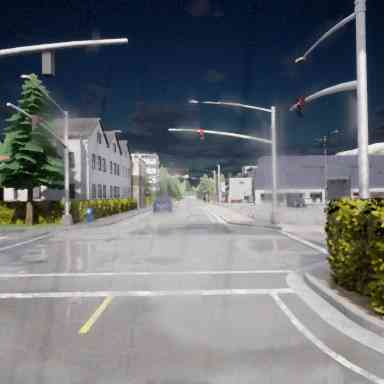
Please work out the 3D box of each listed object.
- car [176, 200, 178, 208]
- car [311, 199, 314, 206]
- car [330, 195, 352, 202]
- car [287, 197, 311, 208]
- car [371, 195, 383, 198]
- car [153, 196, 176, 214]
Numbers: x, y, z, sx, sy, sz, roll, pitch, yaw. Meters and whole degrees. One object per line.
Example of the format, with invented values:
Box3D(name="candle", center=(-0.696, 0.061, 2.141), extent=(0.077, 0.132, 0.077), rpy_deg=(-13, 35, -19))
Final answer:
Box3D(name="car", center=(-3.502, 2.059, 60.571), extent=(1.882, 1.535, 5.008), rpy_deg=(-1, -1, 0))
Box3D(name="car", center=(19.059, 1.573, 56.231), extent=(1.970, 1.475, 3.806), rpy_deg=(-1, -1, 0))
Box3D(name="car", center=(25.474, 1.398, 56.573), extent=(2.152, 1.636, 5.027), rpy_deg=(-1, -1, 0))
Box3D(name="car", center=(15.416, 1.629, 49.172), extent=(2.007, 1.523, 4.514), rpy_deg=(-1, -1, 0))
Box3D(name="car", center=(19.112, 1.183, 31.306), extent=(1.905, 1.878, 3.866), rpy_deg=(-1, -1, 0))
Box3D(name="car", center=(-3.607, 1.588, 42.108), extent=(2.150, 2.045, 5.566), rpy_deg=(-1, 0, 0))
